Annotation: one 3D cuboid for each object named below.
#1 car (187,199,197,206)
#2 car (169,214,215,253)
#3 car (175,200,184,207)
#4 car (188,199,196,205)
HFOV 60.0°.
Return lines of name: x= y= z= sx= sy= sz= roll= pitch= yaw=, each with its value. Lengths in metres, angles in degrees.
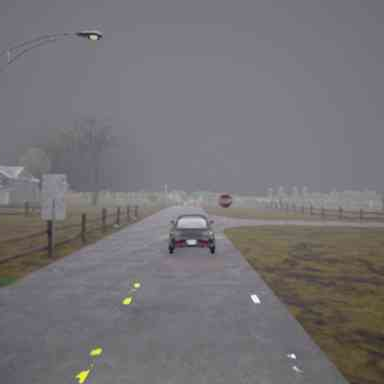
car: x=-0.013 y=2.288 z=74.594 sx=2.097 sy=1.767 sz=4.553 roll=0 pitch=-1 yaw=0
car: x=0.004 y=1.674 z=14.397 sx=1.812 sy=1.442 sz=4.674 roll=0 pitch=0 yaw=0
car: x=-2.764 y=2.474 z=73.749 sx=2.033 sy=1.411 sz=5.357 roll=0 pitch=-1 yaw=0
car: x=-0.016 y=2.480 z=86.331 sx=1.882 sy=1.535 sz=5.008 roll=0 pitch=-1 yaw=0
